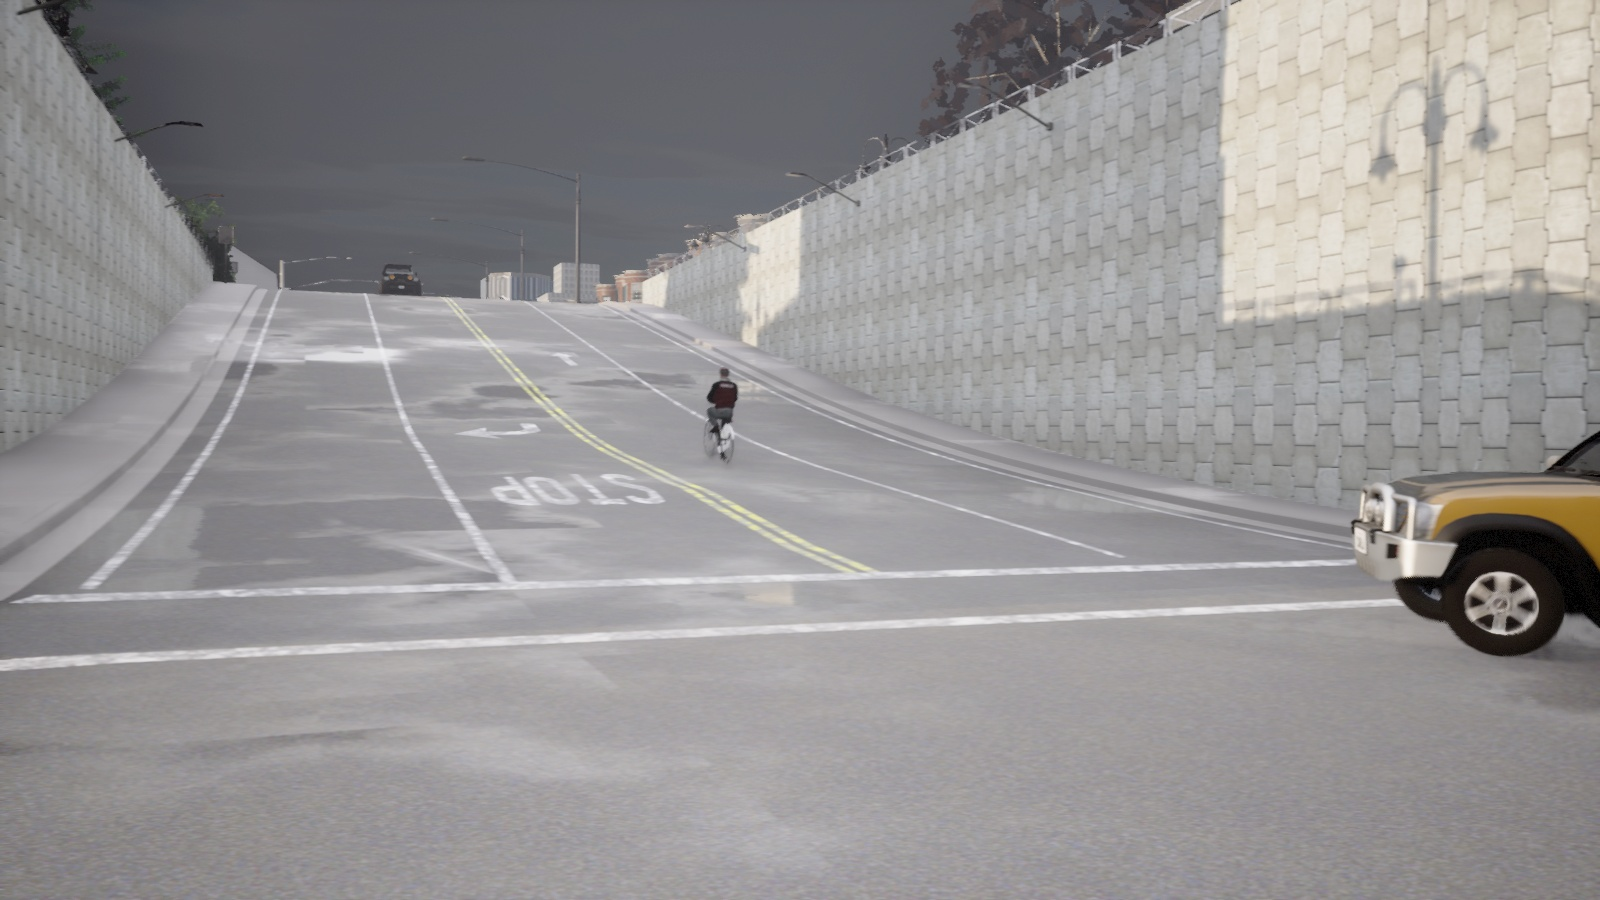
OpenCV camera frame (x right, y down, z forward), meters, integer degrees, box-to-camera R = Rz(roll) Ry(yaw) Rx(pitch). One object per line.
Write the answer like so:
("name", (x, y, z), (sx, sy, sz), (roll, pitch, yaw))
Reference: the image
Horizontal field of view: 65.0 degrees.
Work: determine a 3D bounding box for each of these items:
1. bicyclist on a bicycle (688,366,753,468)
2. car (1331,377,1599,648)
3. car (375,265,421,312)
("bicyclist on a bicycle", (-1.516, -0.647, 23.585), (0.659, 1.776, 1.843), (0, 5, -21))
("car", (6.547, 0.393, 9.279), (4.605, 1.855, 1.932), (0, 2, 15))
("car", (-19.715, -7.869, 61.535), (1.905, 1.878, 3.866), (-2, 2, -21))
